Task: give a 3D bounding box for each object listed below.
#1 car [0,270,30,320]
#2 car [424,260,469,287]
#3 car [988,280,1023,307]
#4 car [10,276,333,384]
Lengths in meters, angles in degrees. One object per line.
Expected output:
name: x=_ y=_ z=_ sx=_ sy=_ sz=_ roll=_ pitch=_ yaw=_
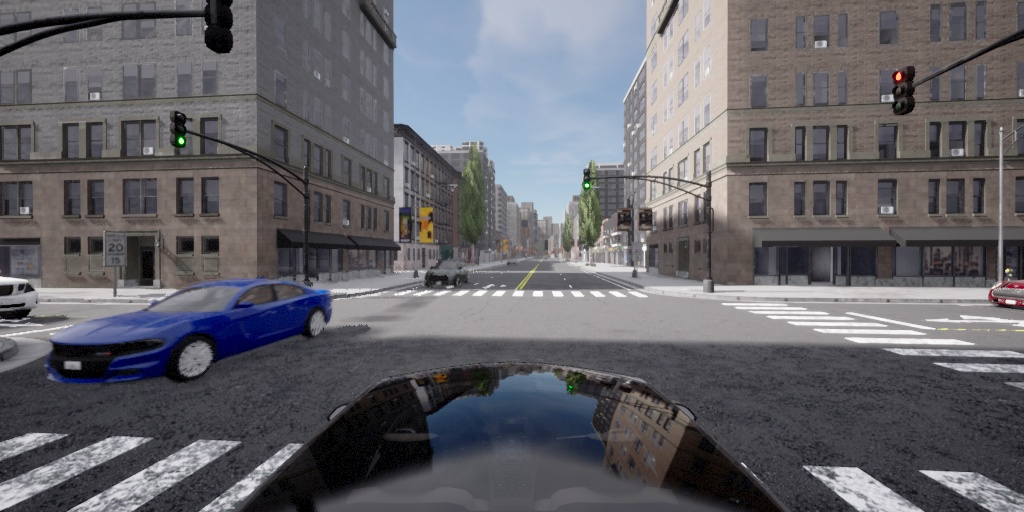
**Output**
car: x=-17.816 y=1.015 z=10.776 sx=5.566 sy=2.045 sz=2.150 roll=0 pitch=0 yaw=6
car: x=-4.278 y=1.084 z=24.050 sx=2.097 sy=1.767 sz=4.553 roll=0 pitch=0 yaw=5
car: x=20.214 y=1.154 z=12.915 sx=4.097 sy=1.591 sz=1.967 roll=0 pitch=0 yaw=6
car: x=-5.823 y=1.234 z=7.426 sx=1.882 sy=1.535 sz=5.008 roll=0 pitch=0 yaw=5
